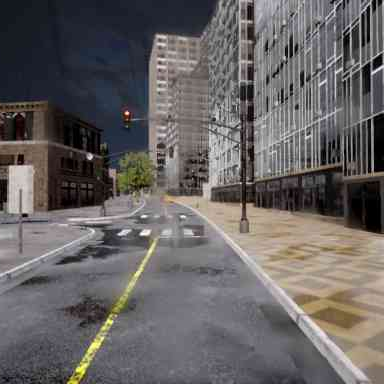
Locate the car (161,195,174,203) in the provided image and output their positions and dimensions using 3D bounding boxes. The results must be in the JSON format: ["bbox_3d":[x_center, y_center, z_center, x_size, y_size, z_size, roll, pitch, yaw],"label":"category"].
[{"bbox_3d":[-4.846,1.465,68.185,1.882,1.535,5.008,0,0,-8],"label":"car"}]
